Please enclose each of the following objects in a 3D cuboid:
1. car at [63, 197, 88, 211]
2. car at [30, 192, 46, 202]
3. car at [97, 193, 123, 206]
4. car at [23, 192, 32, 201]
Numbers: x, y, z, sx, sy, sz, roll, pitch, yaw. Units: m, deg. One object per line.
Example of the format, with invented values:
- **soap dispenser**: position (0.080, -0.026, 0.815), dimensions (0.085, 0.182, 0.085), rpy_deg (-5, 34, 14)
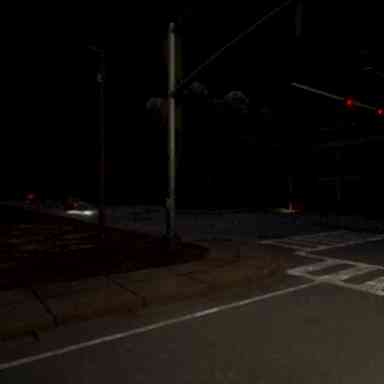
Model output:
- **car**: position (-14.202, 1.430, 40.532), dimensions (1.882, 1.535, 5.008), rpy_deg (-1, 1, -36)
- **car**: position (-33.115, 1.436, 72.096), dimensions (1.882, 1.535, 5.008), rpy_deg (0, 0, -37)
- **car**: position (-12.645, 1.100, 51.452), dimensions (3.866, 1.878, 1.905), rpy_deg (-2, 5, 11)
- **car**: position (-39.313, 1.074, 80.463), dimensions (2.150, 2.045, 5.566), rpy_deg (0, 0, -37)
